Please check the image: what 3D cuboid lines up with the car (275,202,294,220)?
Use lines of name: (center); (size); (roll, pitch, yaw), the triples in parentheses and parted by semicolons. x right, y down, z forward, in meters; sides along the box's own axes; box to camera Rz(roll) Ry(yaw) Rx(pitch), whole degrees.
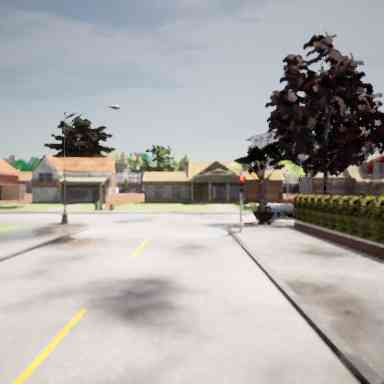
car: (8.565, 1.504, 27.250); (4.181, 1.385, 1.994); (0, 0, 0)
